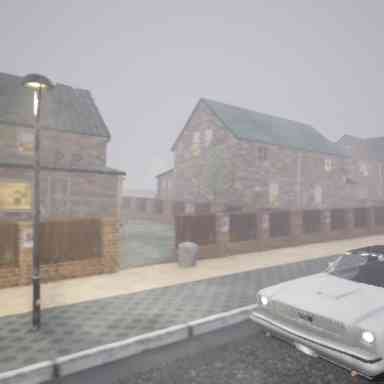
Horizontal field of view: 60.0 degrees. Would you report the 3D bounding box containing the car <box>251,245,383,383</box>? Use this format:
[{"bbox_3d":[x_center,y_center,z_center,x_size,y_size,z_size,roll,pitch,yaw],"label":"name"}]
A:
[{"bbox_3d":[3.181,1.622,5.341,4.718,1.301,1.895,0,0,-36],"label":"car"}]
